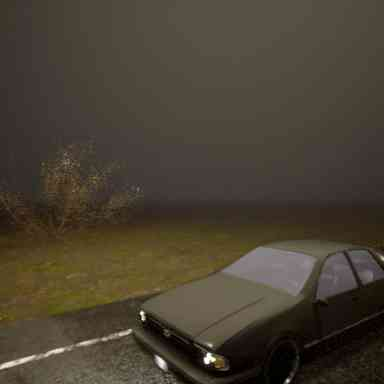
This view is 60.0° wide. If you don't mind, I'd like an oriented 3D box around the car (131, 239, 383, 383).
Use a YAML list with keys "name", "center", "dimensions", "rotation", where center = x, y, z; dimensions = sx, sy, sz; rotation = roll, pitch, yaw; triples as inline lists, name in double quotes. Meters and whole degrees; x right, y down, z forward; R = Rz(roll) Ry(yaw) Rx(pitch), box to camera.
- name: "car"
  center: [1.814, 1.515, 5.294]
  dimensions: [5.357, 1.411, 2.033]
  rotation: [-1, 0, -36]
